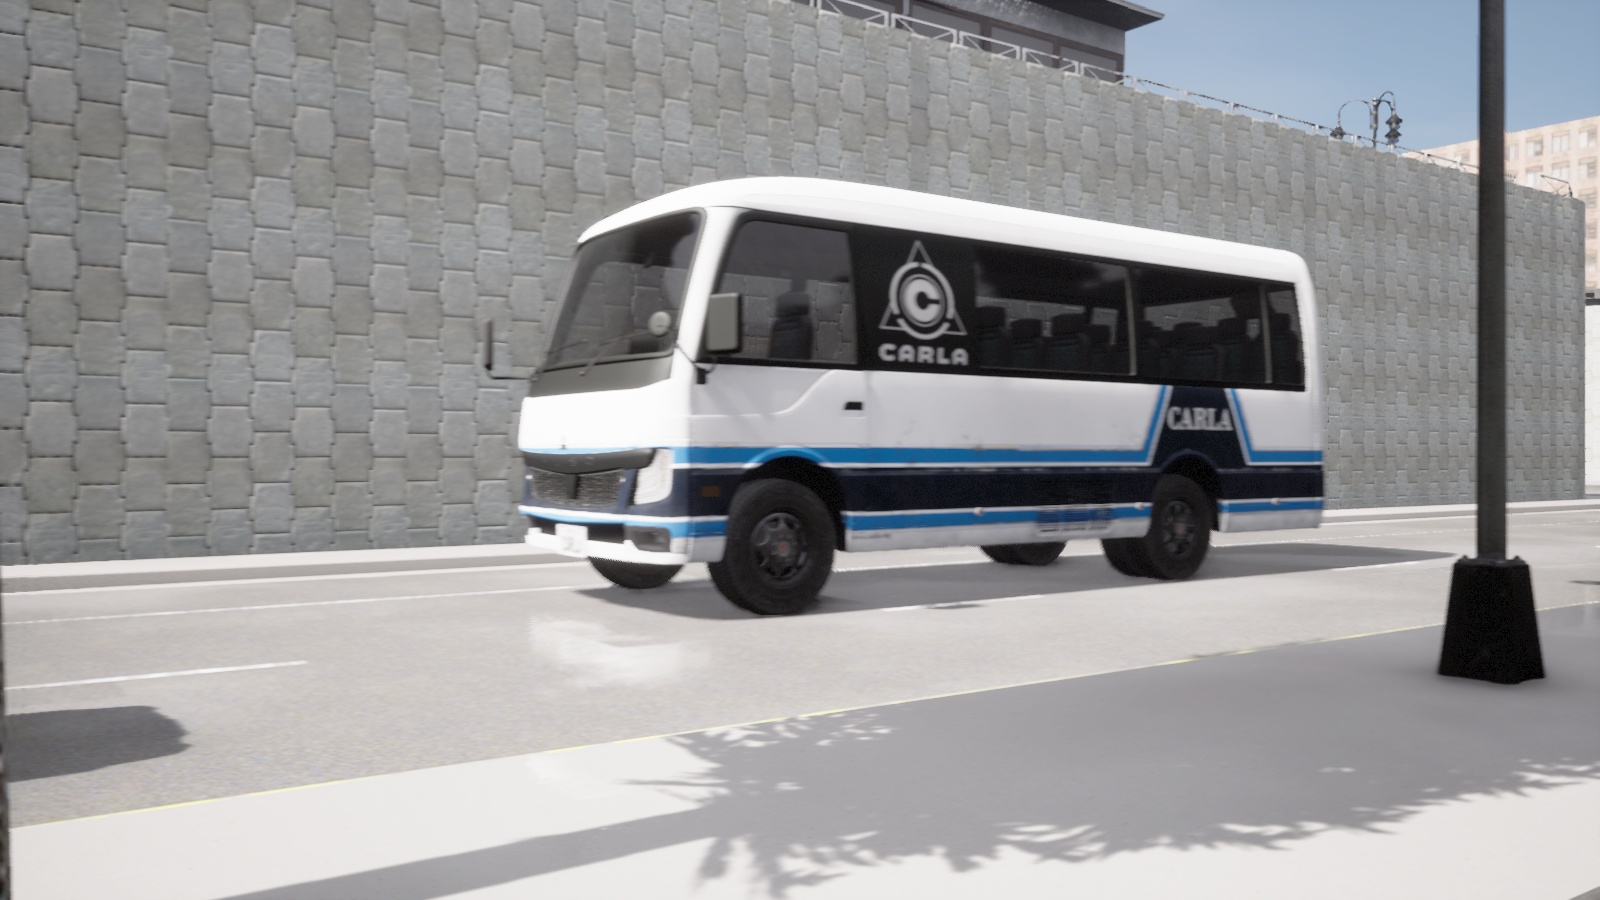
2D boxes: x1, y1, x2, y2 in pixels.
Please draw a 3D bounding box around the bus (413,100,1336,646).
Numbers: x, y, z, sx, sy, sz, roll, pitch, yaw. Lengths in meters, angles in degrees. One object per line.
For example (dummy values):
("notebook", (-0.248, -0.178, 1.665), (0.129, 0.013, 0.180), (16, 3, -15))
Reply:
("bus", (1.329, -0.599, 14.336), (10.273, 4.253, 3.944), (0, 0, -35))
